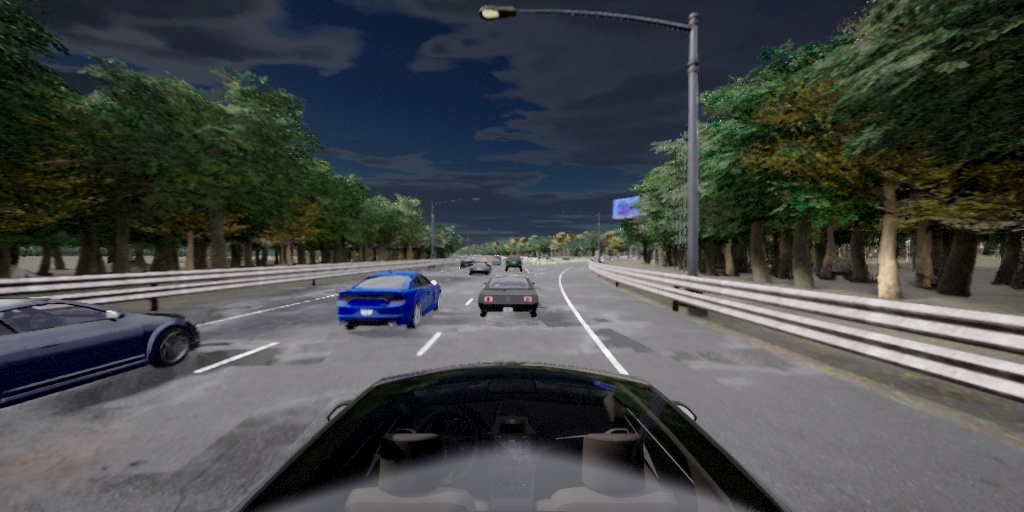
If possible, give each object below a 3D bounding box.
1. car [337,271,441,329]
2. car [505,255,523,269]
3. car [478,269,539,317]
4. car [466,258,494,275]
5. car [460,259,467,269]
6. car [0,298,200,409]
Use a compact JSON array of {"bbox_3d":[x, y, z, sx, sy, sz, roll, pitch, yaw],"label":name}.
[{"bbox_3d":[-3.520,1.211,11.181,1.882,1.535,5.008,0,0,0],"label":"car"},{"bbox_3d":[0.254,0.897,47.172,2.150,2.045,5.566,0,0,1],"label":"car"},{"bbox_3d":[-0.098,1.341,13.133,1.895,1.301,4.718,0,0,0],"label":"car"},{"bbox_3d":[-3.253,1.244,37.723,1.994,1.385,4.181,0,0,1],"label":"car"},{"bbox_3d":[-6.583,1.128,54.232,1.882,1.535,5.008,0,0,0],"label":"car"},{"bbox_3d":[-7.020,1.293,5.161,1.994,1.385,4.181,0,0,0],"label":"car"}]
